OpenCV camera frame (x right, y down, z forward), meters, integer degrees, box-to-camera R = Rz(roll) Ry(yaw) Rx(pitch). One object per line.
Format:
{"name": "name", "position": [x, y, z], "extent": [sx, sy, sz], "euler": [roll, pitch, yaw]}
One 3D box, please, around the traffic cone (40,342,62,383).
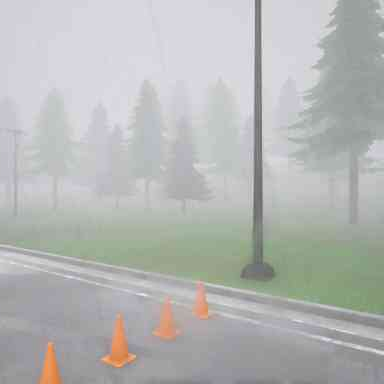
{"name": "traffic cone", "position": [-1.555, 1.955, 3.654], "extent": [0.340, 0.580, 0.340], "euler": [0, 0, 35]}

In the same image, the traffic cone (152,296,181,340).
{"name": "traffic cone", "position": [-0.401, 1.955, 5.287], "extent": [0.340, 0.580, 0.340], "euler": [0, 0, 35]}

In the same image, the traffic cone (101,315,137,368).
{"name": "traffic cone", "position": [-0.978, 1.955, 4.470], "extent": [0.340, 0.580, 0.340], "euler": [0, 0, 35]}

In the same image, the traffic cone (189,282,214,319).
{"name": "traffic cone", "position": [0.176, 1.955, 6.104], "extent": [0.340, 0.580, 0.340], "euler": [0, 0, 35]}
